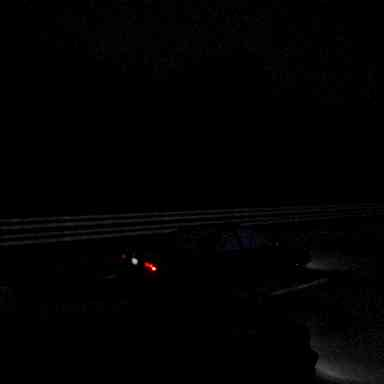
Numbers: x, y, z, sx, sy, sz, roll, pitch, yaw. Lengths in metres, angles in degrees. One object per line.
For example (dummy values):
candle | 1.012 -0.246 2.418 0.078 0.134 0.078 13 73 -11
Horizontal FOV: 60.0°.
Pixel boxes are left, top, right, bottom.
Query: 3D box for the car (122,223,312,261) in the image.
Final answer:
car | 0.803 1.535 8.620 5.357 1.411 2.033 0 0 -35

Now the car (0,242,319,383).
car | -1.207 1.546 2.884 5.357 1.411 2.033 0 0 -35
